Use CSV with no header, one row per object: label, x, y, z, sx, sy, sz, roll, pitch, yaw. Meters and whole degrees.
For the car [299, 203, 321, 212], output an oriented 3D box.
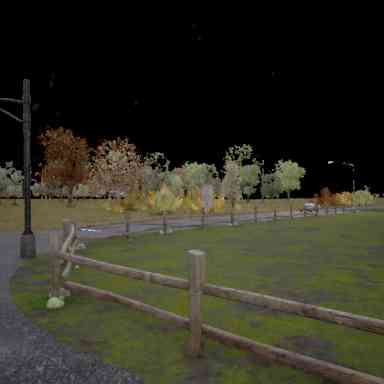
car,18.875,2.451,52.973,2.033,1.411,5.357,-1,-2,40
